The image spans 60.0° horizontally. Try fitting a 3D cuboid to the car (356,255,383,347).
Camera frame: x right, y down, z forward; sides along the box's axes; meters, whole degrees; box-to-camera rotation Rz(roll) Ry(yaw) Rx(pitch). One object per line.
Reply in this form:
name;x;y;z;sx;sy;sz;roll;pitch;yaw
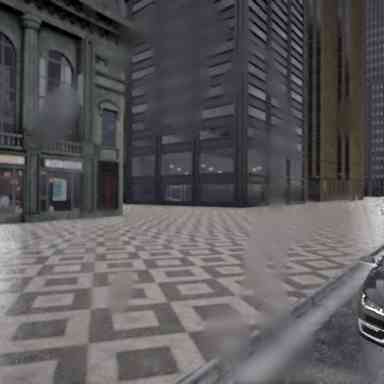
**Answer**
car;4.319;1.506;5.867;1.837;1.490;4.892;0;0;38
